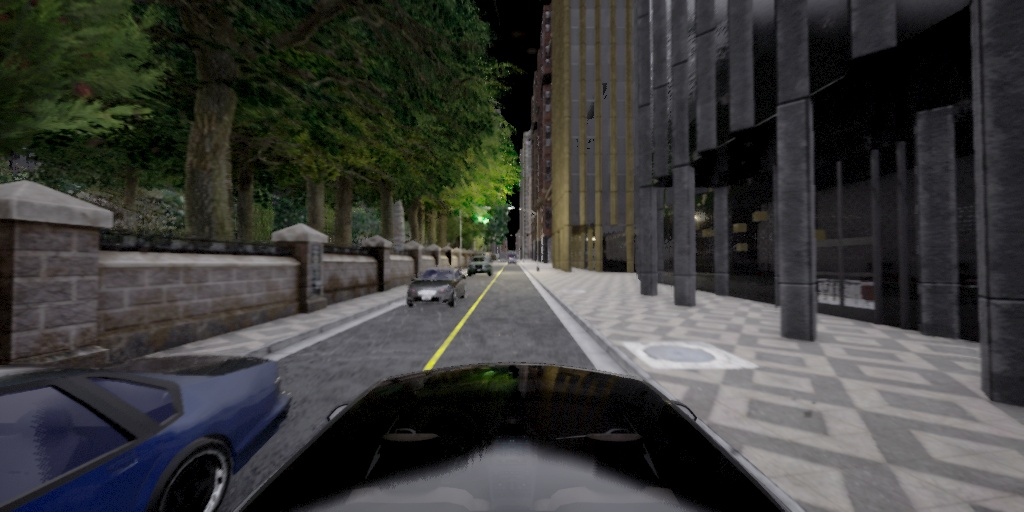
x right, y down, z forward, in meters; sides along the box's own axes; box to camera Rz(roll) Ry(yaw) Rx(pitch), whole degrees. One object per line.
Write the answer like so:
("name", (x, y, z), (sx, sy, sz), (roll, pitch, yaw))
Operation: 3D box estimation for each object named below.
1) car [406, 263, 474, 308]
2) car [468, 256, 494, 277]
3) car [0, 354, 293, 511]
("car", (-3.077, 1.243, 15.404), (2.128, 1.511, 4.902), (0, 0, 0))
("car", (-3.007, 0.968, 35.541), (2.150, 2.045, 5.566), (0, 0, 0))
("car", (-3.100, 1.296, 1.186), (2.033, 1.411, 5.357), (0, 0, 0))
